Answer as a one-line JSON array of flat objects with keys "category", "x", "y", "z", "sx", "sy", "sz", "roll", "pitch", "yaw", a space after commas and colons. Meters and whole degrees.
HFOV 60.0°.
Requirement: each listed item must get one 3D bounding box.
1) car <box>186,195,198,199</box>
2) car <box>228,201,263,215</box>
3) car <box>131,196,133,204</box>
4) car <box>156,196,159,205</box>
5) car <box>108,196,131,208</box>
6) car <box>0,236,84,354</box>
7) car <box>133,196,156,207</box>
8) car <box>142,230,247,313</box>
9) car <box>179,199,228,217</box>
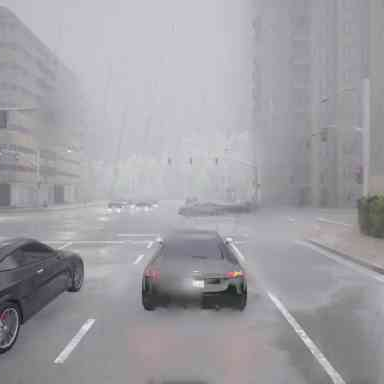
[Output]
[{"category": "car", "x": -0.028, "y": 1.353, "z": 60.874, "sx": 2.097, "sy": 1.767, "sz": 4.553, "roll": 0, "pitch": 0, "yaw": 0}, {"category": "car", "x": 4.720, "y": 1.601, "z": 33.872, "sx": 4.718, "sy": 1.301, "sz": 1.895, "roll": 0, "pitch": 0, "yaw": 0}, {"category": "car", "x": -10.682, "y": 1.505, "z": 57.919, "sx": 1.837, "sy": 1.490, "sz": 4.892, "roll": 0, "pitch": 0, "yaw": 0}, {"category": "car", "x": -7.173, "y": 1.505, "z": 60.772, "sx": 1.837, "sy": 1.490, "sz": 4.892, "roll": 0, "pitch": 0, "yaw": 0}, {"category": "car", "x": -10.674, "y": 1.547, "z": 48.227, "sx": 2.033, "sy": 1.411, "sz": 5.357, "roll": 0, "pitch": 0, "yaw": 0}, {"category": "car", "x": -3.460, "y": 1.526, "z": 5.956, "sx": 1.812, "sy": 1.442, "sz": 4.674, "roll": 0, "pitch": 0, "yaw": 0}, {"category": "car", "x": -7.168, "y": 1.547, "z": 50.757, "sx": 2.033, "sy": 1.411, "sz": 5.357, "roll": 0, "pitch": 0, "yaw": 0}, {"category": "car", "x": 0.050, "y": 1.564, "z": 7.758, "sx": 1.994, "sy": 1.385, "sz": 4.181, "roll": 0, "pitch": 0, "yaw": 0}, {"category": "car", "x": 0.854, "y": 1.564, "z": 30.403, "sx": 4.181, "sy": 1.385, "sz": 1.994, "roll": 0, "pitch": 0, "yaw": 0}]
